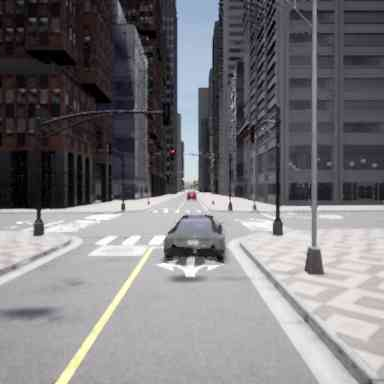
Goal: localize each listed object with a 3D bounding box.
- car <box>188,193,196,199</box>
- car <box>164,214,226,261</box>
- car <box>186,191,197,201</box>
[{"bbox_3d":[-0.071,1.010,83.194,1.895,1.301,4.718,0,0,0],"label":"car"},{"bbox_3d":[0.234,1.498,12.094,1.994,1.385,4.181,0,0,6],"label":"car"},{"bbox_3d":[-0.075,0.845,72.766,2.150,2.045,5.566,0,0,0],"label":"car"}]
